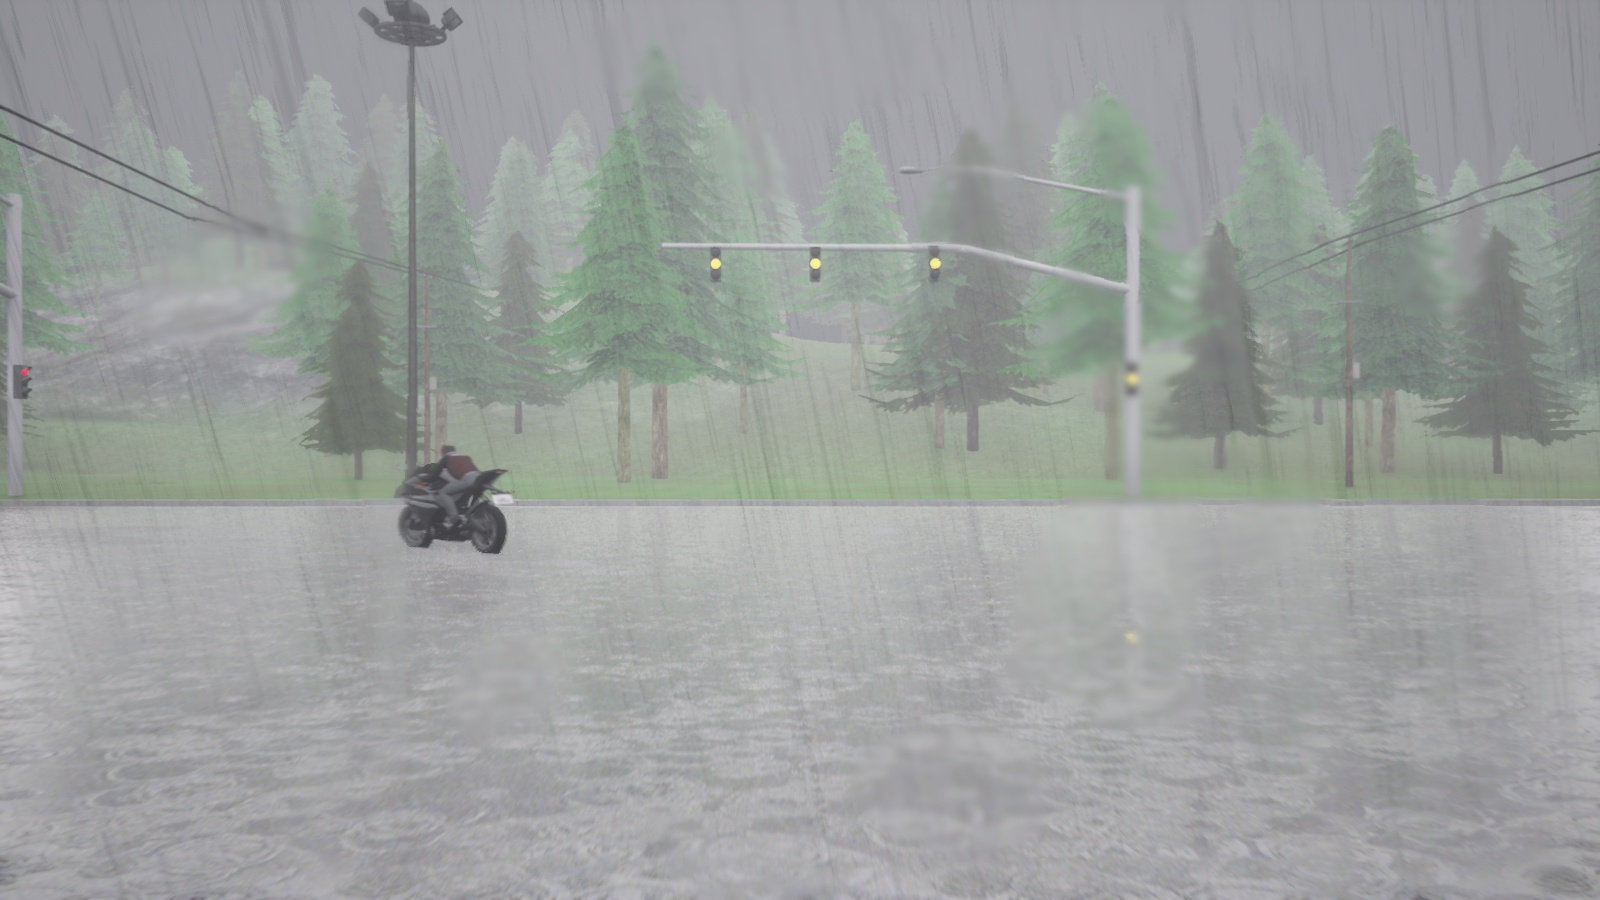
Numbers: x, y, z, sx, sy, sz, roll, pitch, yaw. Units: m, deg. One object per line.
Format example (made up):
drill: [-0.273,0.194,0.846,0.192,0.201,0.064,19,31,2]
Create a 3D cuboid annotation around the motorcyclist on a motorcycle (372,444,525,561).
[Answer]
motorcyclist on a motorcycle: [-4.904,0.680,17.453,2.191,1.530,0.866,0,1,37]
